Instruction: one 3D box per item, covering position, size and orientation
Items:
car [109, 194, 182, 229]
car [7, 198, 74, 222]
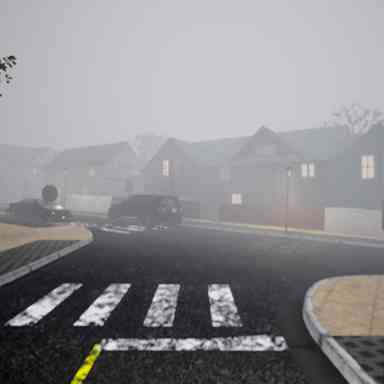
[{"bbox_3d":[-3.073,1.146,21.440,5.566,2.045,2.150,2,-1,42],"label":"car"},{"bbox_3d":[-10.570,1.165,23.006,5.357,1.411,2.033,2,0,32],"label":"car"}]
